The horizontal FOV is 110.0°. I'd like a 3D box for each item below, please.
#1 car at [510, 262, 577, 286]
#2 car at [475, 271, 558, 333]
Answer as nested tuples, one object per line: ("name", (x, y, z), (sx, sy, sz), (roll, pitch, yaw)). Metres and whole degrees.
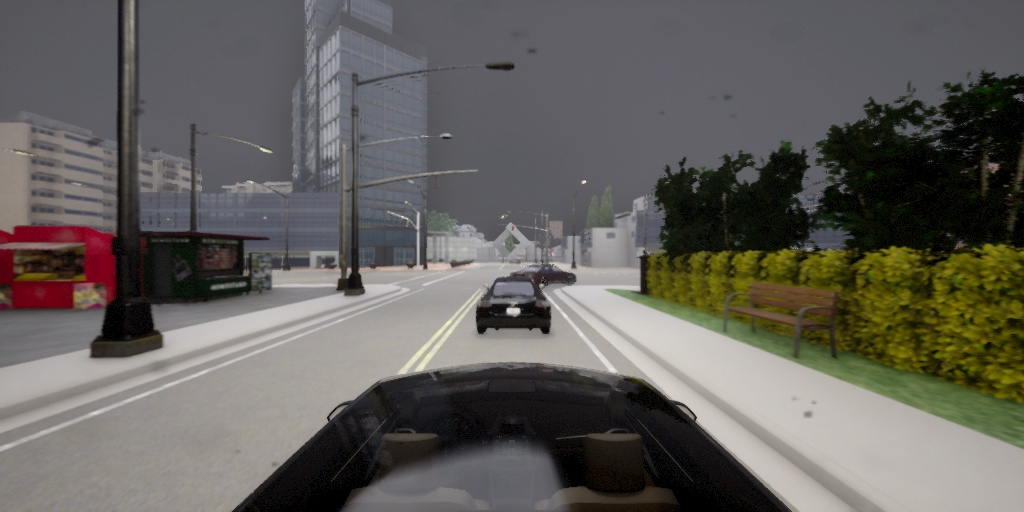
("car", (2.092, 1.264, 23.080), (2.033, 1.411, 5.357), (0, 0, 42))
("car", (0.056, 1.298, 10.674), (1.994, 1.385, 4.181), (0, 0, 1))
